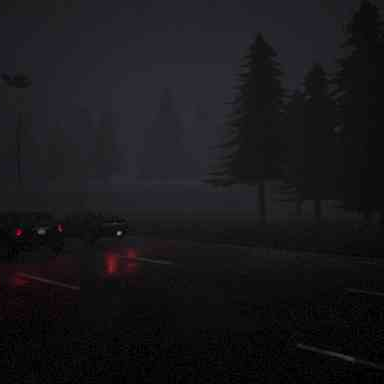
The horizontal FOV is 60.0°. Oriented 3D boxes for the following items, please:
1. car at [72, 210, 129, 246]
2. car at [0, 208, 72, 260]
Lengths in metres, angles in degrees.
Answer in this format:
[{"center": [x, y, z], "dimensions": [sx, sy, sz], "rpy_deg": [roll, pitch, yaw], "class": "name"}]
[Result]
[{"center": [-5.184, 1.641, 16.233], "dimensions": [4.902, 1.511, 2.128], "rpy_deg": [-1, 0, 37], "class": "car"}, {"center": [-7.173, 1.498, 13.353], "dimensions": [4.553, 1.767, 2.097], "rpy_deg": [-1, -1, 37], "class": "car"}]
